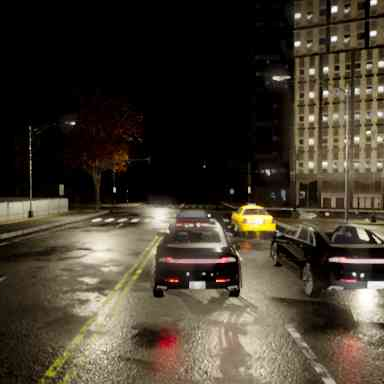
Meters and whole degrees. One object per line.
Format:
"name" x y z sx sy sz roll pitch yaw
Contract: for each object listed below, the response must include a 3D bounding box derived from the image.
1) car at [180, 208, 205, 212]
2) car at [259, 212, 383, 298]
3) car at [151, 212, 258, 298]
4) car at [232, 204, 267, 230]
"car" 0.012 1.543 17.521 2.033 1.411 5.357 0 0 0
"car" 3.356 1.488 8.493 2.128 1.511 4.902 0 0 0
"car" 0.083 1.488 8.499 2.128 1.511 4.902 0 0 0
"car" 3.336 1.451 18.950 1.801 1.575 5.366 0 0 0
